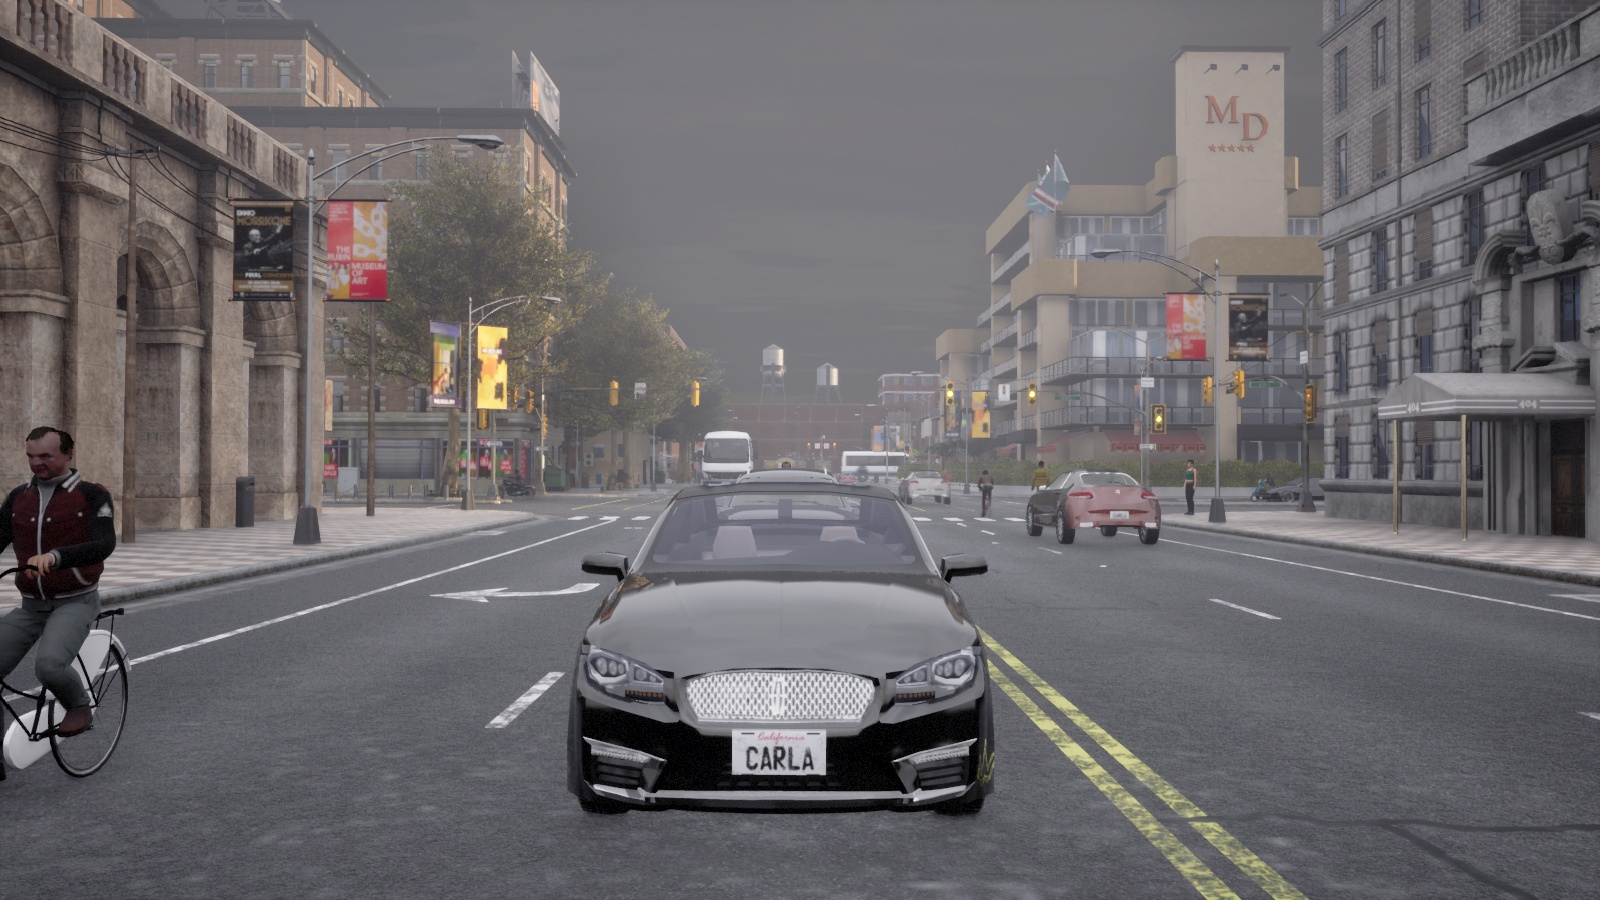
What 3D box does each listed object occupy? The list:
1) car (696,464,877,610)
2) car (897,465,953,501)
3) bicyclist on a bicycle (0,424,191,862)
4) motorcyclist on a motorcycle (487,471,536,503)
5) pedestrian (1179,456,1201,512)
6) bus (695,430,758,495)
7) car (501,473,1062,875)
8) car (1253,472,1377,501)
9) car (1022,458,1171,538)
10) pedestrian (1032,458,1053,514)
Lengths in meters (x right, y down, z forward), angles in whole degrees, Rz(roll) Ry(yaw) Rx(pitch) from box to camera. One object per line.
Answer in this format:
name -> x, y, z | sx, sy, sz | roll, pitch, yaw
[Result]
car -> -0.165, 1.024, 16.622 | 2.033, 1.649, 4.856 | 0, -1, 0
car -> 6.055, 1.597, 61.378 | 2.152, 1.651, 5.027 | 0, -1, -1
bicyclist on a bicycle -> -3.575, 0.796, 5.776 | 0.659, 1.776, 1.843 | 0, -1, 0
motorcyclist on a motorcycle -> -15.132, 1.930, 65.933 | 2.350, 1.649, 0.766 | 0, -1, 1
pedestrian -> 12.871, 1.114, 41.451 | 0.594, 1.836, 0.345 | 0, -1, -17
bus -> -4.931, 0.914, 86.961 | 3.944, 4.253, 10.273 | 0, -1, -1
car -> -0.075, 0.892, 7.228 | 2.128, 1.511, 4.902 | 0, -1, 0
car -> 25.783, 1.814, 63.007 | 5.357, 1.411, 2.033 | 0, -1, -1
car -> 6.669, 1.050, 28.852 | 2.152, 1.651, 5.027 | 0, -1, -1
pedestrian -> 8.035, 1.191, 41.583 | 0.431, 1.840, 0.709 | -1, -1, 35
